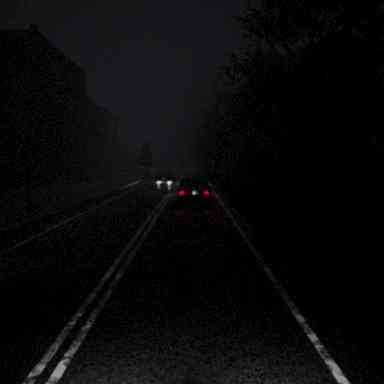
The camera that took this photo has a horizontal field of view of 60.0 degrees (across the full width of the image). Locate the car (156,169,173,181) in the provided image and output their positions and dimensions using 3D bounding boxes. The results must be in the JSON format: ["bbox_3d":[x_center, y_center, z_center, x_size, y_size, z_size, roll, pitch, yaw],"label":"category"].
[{"bbox_3d":[-3.265,-2.130,40.771,2.033,1.411,5.357,0,5,0],"label":"car"}]

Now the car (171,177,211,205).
[{"bbox_3d":[0.117,-0.138,18.852,2.033,1.411,5.357,0,5,0],"label":"car"}]
